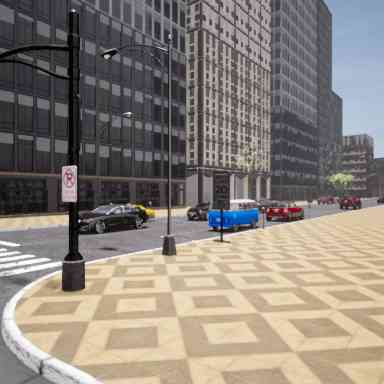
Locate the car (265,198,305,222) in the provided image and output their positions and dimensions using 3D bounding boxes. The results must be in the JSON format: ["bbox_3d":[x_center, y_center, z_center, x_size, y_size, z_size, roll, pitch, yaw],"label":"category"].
[{"bbox_3d":[7.610,1.472,26.888,1.967,1.590,4.097,0,0,38],"label":"car"}]

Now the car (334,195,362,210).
[{"bbox_3d":[21.225,1.369,44.493,2.192,1.841,5.009,0,0,38],"label":"car"}]

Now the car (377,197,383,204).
[{"bbox_3d":[38.243,1.659,66.497,1.947,1.339,4.313,0,0,38],"label":"car"}]

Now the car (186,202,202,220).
[{"bbox_3d":[1.485,1.528,27.819,1.837,1.490,4.892,0,0,38],"label":"car"}]

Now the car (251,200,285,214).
[{"bbox_3d":[8.497,1.633,36.863,1.895,1.301,4.718,0,0,38],"label":"car"}]

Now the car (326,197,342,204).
[{"bbox_3d":[28.607,1.625,66.918,2.008,1.369,4.403,0,0,38],"label":"car"}]

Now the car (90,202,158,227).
[{"bbox_3d":[-4.749,1.540,24.001,1.752,1.417,4.829,0,0,38],"label":"car"}]

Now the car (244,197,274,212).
[{"bbox_3d":[8.184,1.471,40.512,1.967,1.590,4.097,0,0,38],"label":"car"}]

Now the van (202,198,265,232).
[{"bbox_3d":[2.632,1.368,20.270,1.690,1.788,3.998,0,0,38],"label":"van"}]

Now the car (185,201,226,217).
[{"bbox_3d":[1.377,1.604,31.710,1.802,1.307,4.206,0,0,38],"label":"car"}]

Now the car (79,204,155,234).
[{"bbox_3d":[-4.765,1.508,19.741,2.128,1.511,4.902,0,0,38],"label":"car"}]

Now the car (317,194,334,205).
[{"bbox_3d":[25.204,1.381,62.518,2.192,1.841,5.009,0,0,38],"label":"car"}]

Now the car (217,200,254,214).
[{"bbox_3d":[4.781,1.571,36.111,1.887,1.381,4.507,0,0,38],"label":"car"}]
